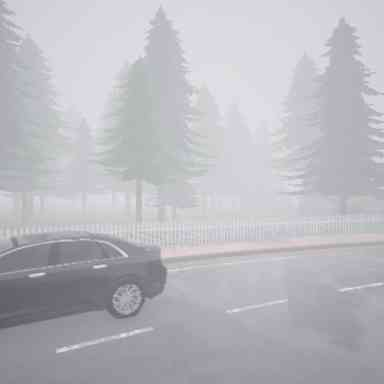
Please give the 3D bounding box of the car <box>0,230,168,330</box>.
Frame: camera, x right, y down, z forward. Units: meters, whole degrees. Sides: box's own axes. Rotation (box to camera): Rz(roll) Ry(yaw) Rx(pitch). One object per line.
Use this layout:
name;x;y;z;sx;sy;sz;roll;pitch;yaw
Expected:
car;-2.808;1.505;5.938;4.892;1.490;1.837;0;-1;-31

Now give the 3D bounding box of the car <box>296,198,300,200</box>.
car;20.515;1.656;61.784;1.895;1.301;4.718;0;0;-3
